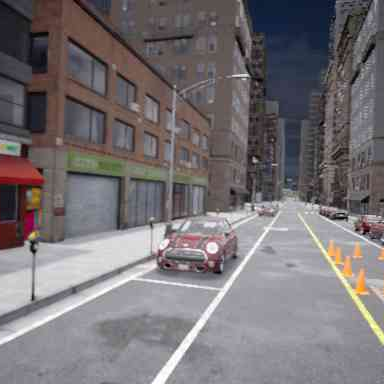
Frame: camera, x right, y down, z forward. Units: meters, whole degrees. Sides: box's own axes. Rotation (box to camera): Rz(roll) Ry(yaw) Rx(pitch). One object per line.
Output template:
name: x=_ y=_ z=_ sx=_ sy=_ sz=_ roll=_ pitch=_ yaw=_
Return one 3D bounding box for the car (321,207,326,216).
car: x=19.292 y=2.866 z=45.541 sx=1.887 sy=1.381 sz=4.507 roll=2 pitch=-1 yaw=16

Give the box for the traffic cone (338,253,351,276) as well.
traffic cone: x=4.800 y=2.271 z=10.251 sx=0.340 sy=0.580 sz=0.340 roll=2 pitch=-1 yaw=16

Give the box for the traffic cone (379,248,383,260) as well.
traffic cone: x=7.837 y=2.441 z=13.529 sx=0.340 sy=0.580 sz=0.340 roll=2 pitch=-1 yaw=16

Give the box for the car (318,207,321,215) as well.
car: x=20.831 y=2.989 z=50.825 sx=1.887 sy=1.381 sz=4.507 roll=2 pitch=-1 yaw=16

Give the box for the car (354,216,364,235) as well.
car: x=13.133 y=2.376 z=24.405 sx=1.887 sy=1.381 sz=4.507 roll=2 pitch=-1 yaw=16

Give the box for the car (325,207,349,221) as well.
car: x=17.751 y=2.764 z=40.257 sx=1.947 sy=1.339 sz=4.313 roll=2 pitch=-1 yaw=16

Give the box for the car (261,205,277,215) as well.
car: x=11.115 y=2.538 z=47.931 sx=1.947 sy=1.339 sz=4.313 roll=2 pitch=-1 yaw=16

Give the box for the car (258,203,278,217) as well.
car: x=9.580 y=2.289 z=42.648 sx=1.967 sy=1.590 sz=4.097 roll=2 pitch=-1 yaw=16

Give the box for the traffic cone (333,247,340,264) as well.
traffic cone: x=5.360 y=2.315 z=12.171 sx=0.340 sy=0.580 sz=0.340 roll=2 pitch=-1 yaw=16

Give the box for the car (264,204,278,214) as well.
car: x=12.656 y=2.646 z=53.215 sx=2.008 sy=1.369 sz=4.403 roll=2 pitch=-1 yaw=16

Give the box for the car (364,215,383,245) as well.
car: x=11.597 y=2.150 z=19.122 sx=1.967 sy=1.590 sz=4.097 roll=2 pitch=-1 yaw=16

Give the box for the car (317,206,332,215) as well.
car: x=22.371 y=3.113 z=56.109 sx=1.887 sy=1.381 sz=4.507 roll=2 pitch=-1 yaw=16

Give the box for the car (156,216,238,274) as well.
car: x=0.342 y=1.559 z=10.944 sx=1.967 sy=1.590 sz=4.097 roll=2 pitch=-1 yaw=16

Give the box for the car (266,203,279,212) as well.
car: x=14.196 y=2.764 z=58.500 sx=1.887 sy=1.381 sz=4.507 roll=2 pitch=-1 yaw=16

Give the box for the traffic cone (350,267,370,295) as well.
traffic cone: x=4.241 y=2.227 z=8.331 sx=0.340 sy=0.580 sz=0.340 roll=2 pitch=-1 yaw=16
